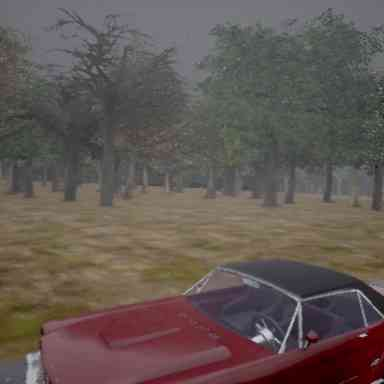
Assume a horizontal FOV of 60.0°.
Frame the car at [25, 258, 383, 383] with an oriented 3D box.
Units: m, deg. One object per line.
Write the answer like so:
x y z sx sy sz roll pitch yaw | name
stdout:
0.760 1.554 3.748 4.718 1.301 1.895 0 1 -30 | car
